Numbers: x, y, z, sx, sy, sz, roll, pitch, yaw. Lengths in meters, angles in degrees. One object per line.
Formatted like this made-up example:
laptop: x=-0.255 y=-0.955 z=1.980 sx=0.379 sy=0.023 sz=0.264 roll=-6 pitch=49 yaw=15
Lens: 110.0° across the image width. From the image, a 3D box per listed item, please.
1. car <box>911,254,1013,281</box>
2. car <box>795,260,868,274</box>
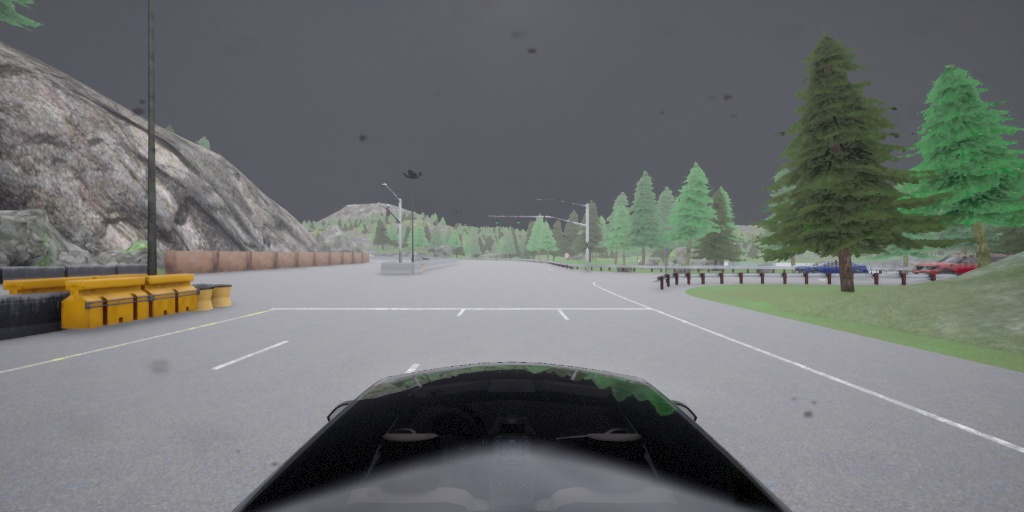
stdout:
car: x=33.522 y=0.892 z=26.474 sx=5.566 sy=2.045 sz=2.150 roll=0 pitch=0 yaw=17
car: x=27.845 y=1.127 z=31.445 sx=5.008 sy=1.535 sz=1.882 roll=0 pitch=0 yaw=13
